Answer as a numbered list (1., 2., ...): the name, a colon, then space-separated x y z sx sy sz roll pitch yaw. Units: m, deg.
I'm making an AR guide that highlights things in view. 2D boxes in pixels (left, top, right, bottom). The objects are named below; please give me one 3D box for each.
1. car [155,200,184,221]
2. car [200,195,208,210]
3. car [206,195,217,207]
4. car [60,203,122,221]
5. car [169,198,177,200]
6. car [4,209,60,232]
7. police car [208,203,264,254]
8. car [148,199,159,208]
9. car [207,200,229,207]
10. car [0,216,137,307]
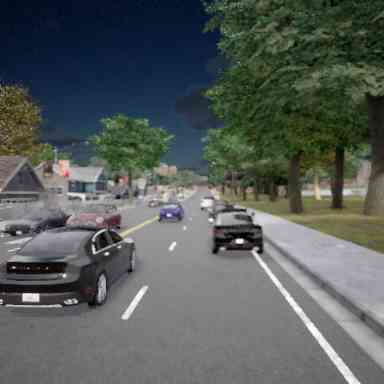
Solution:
1. car: -1.681 1.665 28.349 1.812 1.442 4.674 -1 0 3
2. car: 2.384 1.498 47.185 2.150 2.045 5.566 -1 -1 3
3. car: 2.514 1.457 29.759 2.097 1.767 4.553 -1 0 3
4. car: -5.568 1.494 19.459 2.097 1.767 4.553 -1 0 3
5. car: -3.517 1.895 60.611 2.097 1.767 4.553 -1 -1 3
6. car: -8.805 1.724 19.816 2.033 1.411 5.357 -1 0 3
7. police car: 1.746 1.475 13.915 1.930 1.638 5.238 -1 0 3
8. car: -6.765 2.067 60.653 2.128 1.511 4.902 -1 -1 3
9. car: 2.226 1.582 23.794 1.837 1.490 4.892 -1 0 3
10. car: -2.662 1.582 8.163 1.837 1.490 4.892 -1 0 3
